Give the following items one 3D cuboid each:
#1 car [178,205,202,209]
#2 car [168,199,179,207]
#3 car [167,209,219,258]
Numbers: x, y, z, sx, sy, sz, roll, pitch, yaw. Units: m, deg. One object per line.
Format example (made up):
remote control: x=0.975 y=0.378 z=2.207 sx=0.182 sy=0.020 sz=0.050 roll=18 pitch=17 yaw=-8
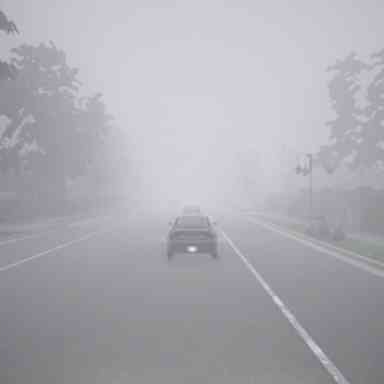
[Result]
car: x=0.034 y=1.875 z=28.463 sx=1.994 sy=1.385 sz=4.181 roll=0 pitch=-1 yaw=1
car: x=-3.483 y=2.075 z=64.512 sx=1.882 sy=1.535 sz=5.008 roll=0 pitch=0 yaw=1
car: x=0.025 y=1.655 z=13.481 sx=1.837 sy=1.490 sz=4.892 roll=0 pitch=0 yaw=0
